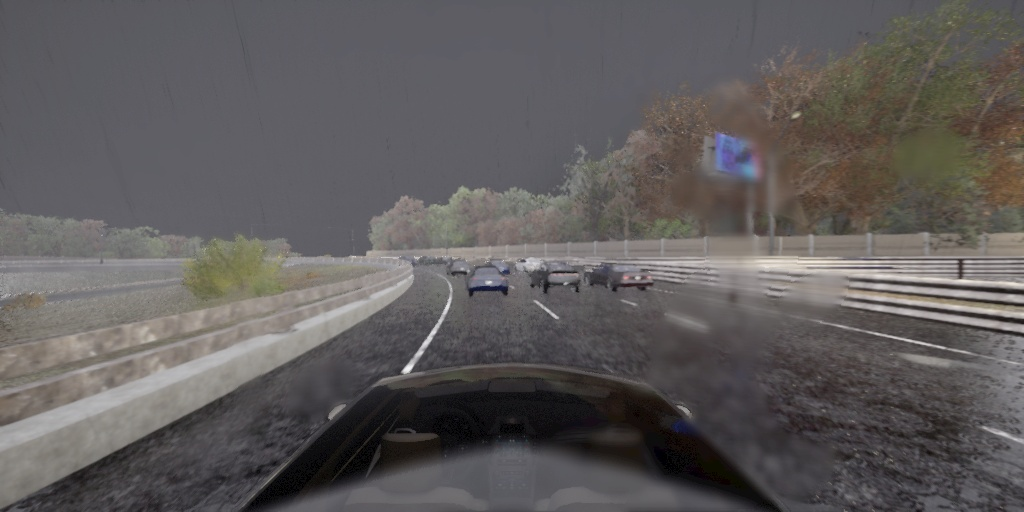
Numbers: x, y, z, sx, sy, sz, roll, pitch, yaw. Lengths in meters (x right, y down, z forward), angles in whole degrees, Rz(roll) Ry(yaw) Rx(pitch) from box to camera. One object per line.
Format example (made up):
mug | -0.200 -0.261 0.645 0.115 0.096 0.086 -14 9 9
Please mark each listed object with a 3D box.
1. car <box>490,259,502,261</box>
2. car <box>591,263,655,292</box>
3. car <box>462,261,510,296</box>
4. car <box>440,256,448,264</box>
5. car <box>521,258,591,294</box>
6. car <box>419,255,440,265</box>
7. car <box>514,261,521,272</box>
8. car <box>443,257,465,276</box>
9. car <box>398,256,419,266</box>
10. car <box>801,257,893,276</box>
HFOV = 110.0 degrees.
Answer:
car | -1.633 1.012 34.393 1.994 1.385 4.181 -1 1 -17
car | 5.576 1.060 19.460 2.033 1.411 5.357 -1 1 -9
car | -1.365 1.164 18.503 1.994 1.385 4.181 -1 1 -9
car | -12.019 0.797 64.236 1.812 1.442 4.674 -1 0 -34
car | 2.112 1.049 18.928 2.128 1.511 4.902 -1 1 -9
car | -14.610 0.675 61.767 2.097 1.767 4.553 -1 1 -33
car | 1.652 0.924 35.563 1.812 1.442 4.674 -1 1 -17
car | -4.914 1.061 33.145 1.994 1.385 4.181 -1 1 -17
car | -17.894 0.726 60.389 2.097 1.767 4.553 -1 1 -33
car | 22.036 0.810 23.750 4.674 1.442 1.812 -1 1 21
